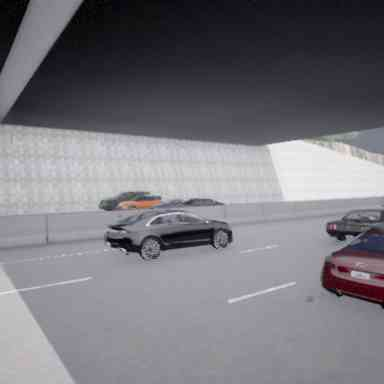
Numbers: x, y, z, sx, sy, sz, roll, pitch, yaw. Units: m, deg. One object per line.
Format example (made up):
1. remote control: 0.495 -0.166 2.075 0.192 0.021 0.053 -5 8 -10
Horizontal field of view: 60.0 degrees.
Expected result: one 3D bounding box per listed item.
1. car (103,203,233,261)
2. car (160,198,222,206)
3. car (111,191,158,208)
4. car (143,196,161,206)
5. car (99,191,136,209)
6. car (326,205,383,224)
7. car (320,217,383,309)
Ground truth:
1. car: -0.688 1.379 11.899 4.902 1.511 2.128 -1 1 -36
2. car: 0.308 1.229 25.821 4.892 1.490 1.837 -1 1 -36
3. car: -4.668 1.102 30.861 4.553 1.767 2.097 -1 1 -36
4. car: -1.665 1.289 28.712 4.181 1.385 1.994 -1 1 -36
5. car: -6.552 0.970 33.817 5.566 2.045 2.150 -1 1 -36
6. car: 7.603 1.338 13.573 4.718 1.301 1.895 -1 1 -36
7. car: 4.627 1.417 7.103 4.181 1.385 1.994 -1 1 -36
